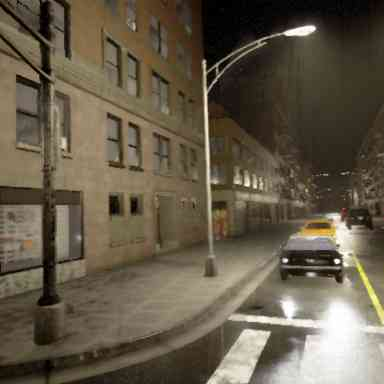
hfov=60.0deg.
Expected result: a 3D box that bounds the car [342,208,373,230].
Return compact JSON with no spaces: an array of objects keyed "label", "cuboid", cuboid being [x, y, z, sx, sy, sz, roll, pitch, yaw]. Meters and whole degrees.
[{"label":"car","cuboid":[16.878,2.691,33.768,2.150,2.045,5.566,-4,-4,23]}]

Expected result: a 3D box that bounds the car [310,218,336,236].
[{"label":"car","cuboid":[11.403,2.979,28.906,1.895,1.301,4.718,-4,-4,23]}]

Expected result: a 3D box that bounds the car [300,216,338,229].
[{"label":"car","cuboid":[7.775,2.466,20.286,1.882,1.535,5.008,-4,-4,23]}]

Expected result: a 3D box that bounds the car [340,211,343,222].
[{"label":"car","cuboid":[24.565,3.519,52.138,2.150,2.045,5.566,-4,-4,22]}]

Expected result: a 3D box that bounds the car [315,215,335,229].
[{"label":"car","cuboid":[15.342,3.398,38.205,1.895,1.301,4.718,-4,-4,23]}]

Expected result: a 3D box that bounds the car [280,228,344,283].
[{"label":"car","cuboid":[4.240,2.206,11.813,1.895,1.301,4.718,-3,-4,20]}]
